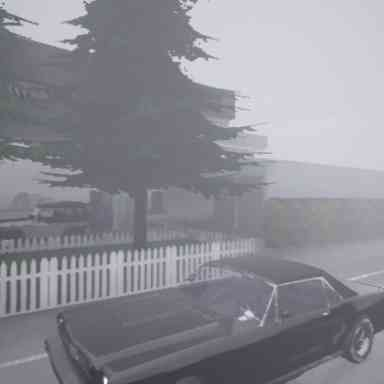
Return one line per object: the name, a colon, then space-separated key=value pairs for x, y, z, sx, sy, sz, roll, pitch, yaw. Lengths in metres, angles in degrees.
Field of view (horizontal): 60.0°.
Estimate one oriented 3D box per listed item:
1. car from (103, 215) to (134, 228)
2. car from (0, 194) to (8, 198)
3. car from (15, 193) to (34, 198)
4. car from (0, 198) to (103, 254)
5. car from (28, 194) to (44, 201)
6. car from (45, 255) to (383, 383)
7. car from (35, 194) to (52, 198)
car: x=-5.601 y=1.531 z=20.329 sx=4.611 sy=1.667 sz=2.242 roll=1 pitch=0 yaw=-35
car: x=-39.175 y=1.174 z=68.761 sx=1.970 sy=1.475 sz=3.806 roll=1 pitch=0 yaw=-35
car: x=-24.784 y=1.068 z=48.405 sx=1.905 sy=1.878 sz=3.866 roll=1 pitch=0 yaw=-35
car: x=-5.870 y=1.319 z=13.203 sx=3.866 sy=1.878 sz=1.905 roll=1 pitch=0 yaw=-35
car: x=-34.122 y=1.177 z=72.731 sx=2.152 sy=1.636 sz=5.027 roll=1 pitch=0 yaw=-35
car: x=0.671 y=1.633 z=4.440 sx=4.718 sy=1.301 sz=1.895 roll=1 pitch=0 yaw=-35
car: x=-21.721 y=1.396 z=49.825 sx=1.970 sy=1.475 sz=3.806 roll=1 pitch=0 yaw=-35
